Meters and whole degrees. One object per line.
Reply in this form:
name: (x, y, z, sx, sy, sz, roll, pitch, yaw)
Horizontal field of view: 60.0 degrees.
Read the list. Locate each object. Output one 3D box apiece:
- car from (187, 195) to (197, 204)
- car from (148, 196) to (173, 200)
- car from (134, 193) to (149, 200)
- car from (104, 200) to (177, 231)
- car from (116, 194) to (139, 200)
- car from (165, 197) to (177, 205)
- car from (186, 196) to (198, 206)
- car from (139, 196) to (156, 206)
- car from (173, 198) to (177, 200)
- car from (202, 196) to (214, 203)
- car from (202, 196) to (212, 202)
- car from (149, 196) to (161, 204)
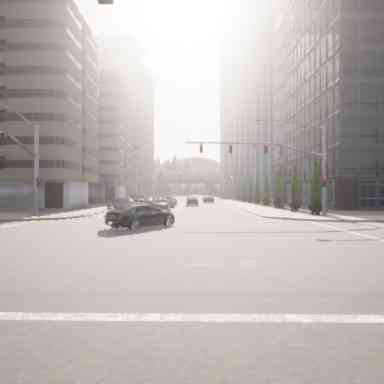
car: (-0.051, 1.475, 66.620, 1.882, 1.535, 5.008, 0, 0, 0)
car: (-3.630, 1.503, 38.896, 1.837, 1.490, 4.892, 0, 0, 0)
car: (-7.131, 1.220, 43.986, 2.150, 2.045, 5.566, 0, 0, 0)
car: (-3.087, 1.467, 20.374, 1.837, 1.490, 4.892, 2, 2, 37)
car: (-7.127, 1.351, 34.397, 2.097, 1.767, 4.553, 0, 0, 0)
car: (-3.623, 1.599, 57.869, 1.895, 1.301, 4.718, 0, 0, 0)
car: (0.063, 1.476, 55.620, 1.882, 1.535, 5.008, 0, 0, 0)
car: (-7.131, 1.490, 53.946, 2.128, 1.511, 4.902, 0, 0, 0)
car: (-3.633, 1.350, 48.100, 2.097, 1.767, 4.553, 0, 0, 0)
car: (3.448, 1.502, 67.456, 1.837, 1.490, 4.892, 0, 0, 0)
car: (3.442, 1.526, 76.123, 1.994, 1.385, 4.181, 0, 0, 0)
car: (-7.095, 1.502, 64.385, 1.837, 1.490, 4.892, 0, 0, 0)
